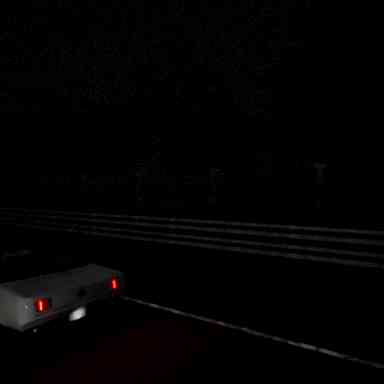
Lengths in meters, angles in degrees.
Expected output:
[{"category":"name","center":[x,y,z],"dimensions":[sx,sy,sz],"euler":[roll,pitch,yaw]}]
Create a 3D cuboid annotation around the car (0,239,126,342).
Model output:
[{"category":"car","center":[-3.558,1.588,6.409],"dimensions":[4.718,1.301,1.895],"euler":[0,0,36]}]
